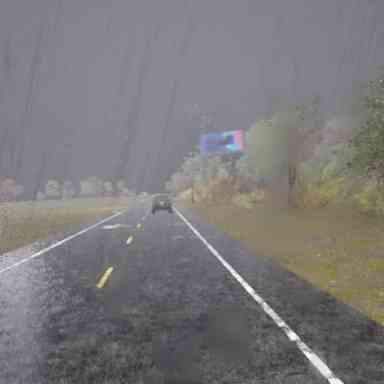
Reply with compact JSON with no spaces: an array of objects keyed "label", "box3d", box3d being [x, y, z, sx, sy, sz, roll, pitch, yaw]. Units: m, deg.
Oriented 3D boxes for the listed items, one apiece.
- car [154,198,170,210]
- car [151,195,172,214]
[{"label":"car","box3d":[-4.468,1.671,49.194,2.128,1.511,4.902,-3,0,-5]},{"label":"car","box3d":[-3.373,1.356,37.394,2.150,2.045,5.566,-3,0,-5]}]
